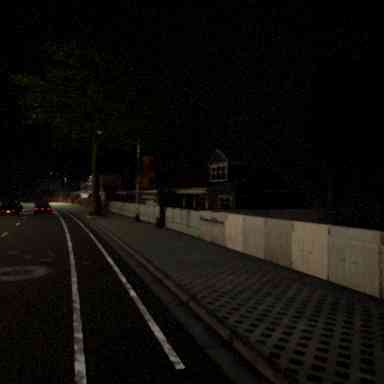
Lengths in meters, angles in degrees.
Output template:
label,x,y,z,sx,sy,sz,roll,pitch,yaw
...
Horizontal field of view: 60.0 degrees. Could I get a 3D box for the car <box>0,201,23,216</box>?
label,x,y,z,sx,sy,sz,roll,pitch,yaw
car,-19.649,1.737,35.871,1.837,1.490,4.892,2,-1,-26

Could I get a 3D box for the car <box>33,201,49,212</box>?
label,x,y,z,sx,sy,sz,roll,pitch,yaw
car,-21.195,1.980,46.629,1.895,1.301,4.718,2,-1,-26

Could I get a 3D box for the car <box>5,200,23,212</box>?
label,x,y,z,sx,sy,sz,roll,pitch,yaw
car,-24.100,1.864,45.177,1.994,1.385,4.181,2,-1,-26

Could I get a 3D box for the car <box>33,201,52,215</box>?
label,x,y,z,sx,sy,sz,roll,pitch,yaw
car,-16.851,1.860,37.516,2.033,1.411,5.357,2,-1,-24
